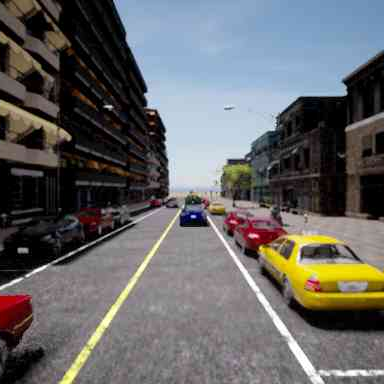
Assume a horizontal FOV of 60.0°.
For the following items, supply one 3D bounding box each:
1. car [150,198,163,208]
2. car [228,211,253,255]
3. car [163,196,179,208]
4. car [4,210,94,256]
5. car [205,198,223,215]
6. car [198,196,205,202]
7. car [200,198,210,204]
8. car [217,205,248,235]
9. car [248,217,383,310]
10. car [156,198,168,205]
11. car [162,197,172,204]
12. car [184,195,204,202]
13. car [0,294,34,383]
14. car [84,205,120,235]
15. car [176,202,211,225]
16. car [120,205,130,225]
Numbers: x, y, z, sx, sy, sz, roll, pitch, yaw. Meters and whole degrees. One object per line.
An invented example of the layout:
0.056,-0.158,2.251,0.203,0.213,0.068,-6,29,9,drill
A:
-5.706,1.762,53.138,1.887,1.381,4.507,-1,0,0,car
2.680,1.636,13.369,1.802,1.307,4.206,-1,0,0,car
-3.016,1.735,51.260,1.812,1.442,4.674,0,0,0,car
-5.700,1.619,13.396,1.947,1.339,4.313,-1,0,0,car
2.677,1.673,36.248,1.752,1.417,4.829,-1,0,0,car
2.671,1.954,92.852,1.947,1.339,4.313,-1,0,0,car
2.673,1.872,70.143,1.802,1.307,4.206,-1,0,0,car
2.679,1.659,19.046,1.802,1.307,4.206,-1,0,0,car
2.680,1.557,7.862,1.752,1.417,4.829,-1,0,0,car
-5.707,1.831,64.493,1.947,1.339,4.313,-1,0,0,car
-5.708,1.864,75.847,2.008,1.369,4.403,-1,0,0,car
0.096,1.409,45.641,2.150,2.045,5.566,0,0,0,car
-3.100,1.610,2.349,1.895,1.301,4.718,0,0,0,car
-5.701,1.621,19.074,1.887,1.381,4.507,-1,0,0,car
0.099,1.664,24.810,1.994,1.385,4.181,0,0,0,car
-5.702,1.650,24.751,2.008,1.369,4.403,-1,0,0,car
